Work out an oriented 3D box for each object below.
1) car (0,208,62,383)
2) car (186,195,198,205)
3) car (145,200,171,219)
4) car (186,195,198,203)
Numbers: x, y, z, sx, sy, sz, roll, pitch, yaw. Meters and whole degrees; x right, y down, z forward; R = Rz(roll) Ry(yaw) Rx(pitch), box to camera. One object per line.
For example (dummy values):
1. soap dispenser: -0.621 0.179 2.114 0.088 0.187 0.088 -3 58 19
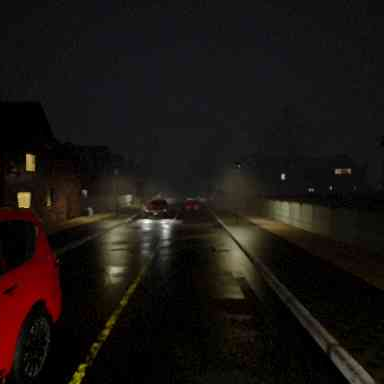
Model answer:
1. car: -2.841 1.211 2.321 2.150 2.045 5.566 0 0 0
2. car: 0.027 1.239 50.744 2.128 1.511 4.902 0 0 0
3. car: -2.770 1.385 27.793 1.812 1.442 4.674 0 0 1
4. car: 0.033 1.247 61.138 2.033 1.411 5.357 0 0 0
